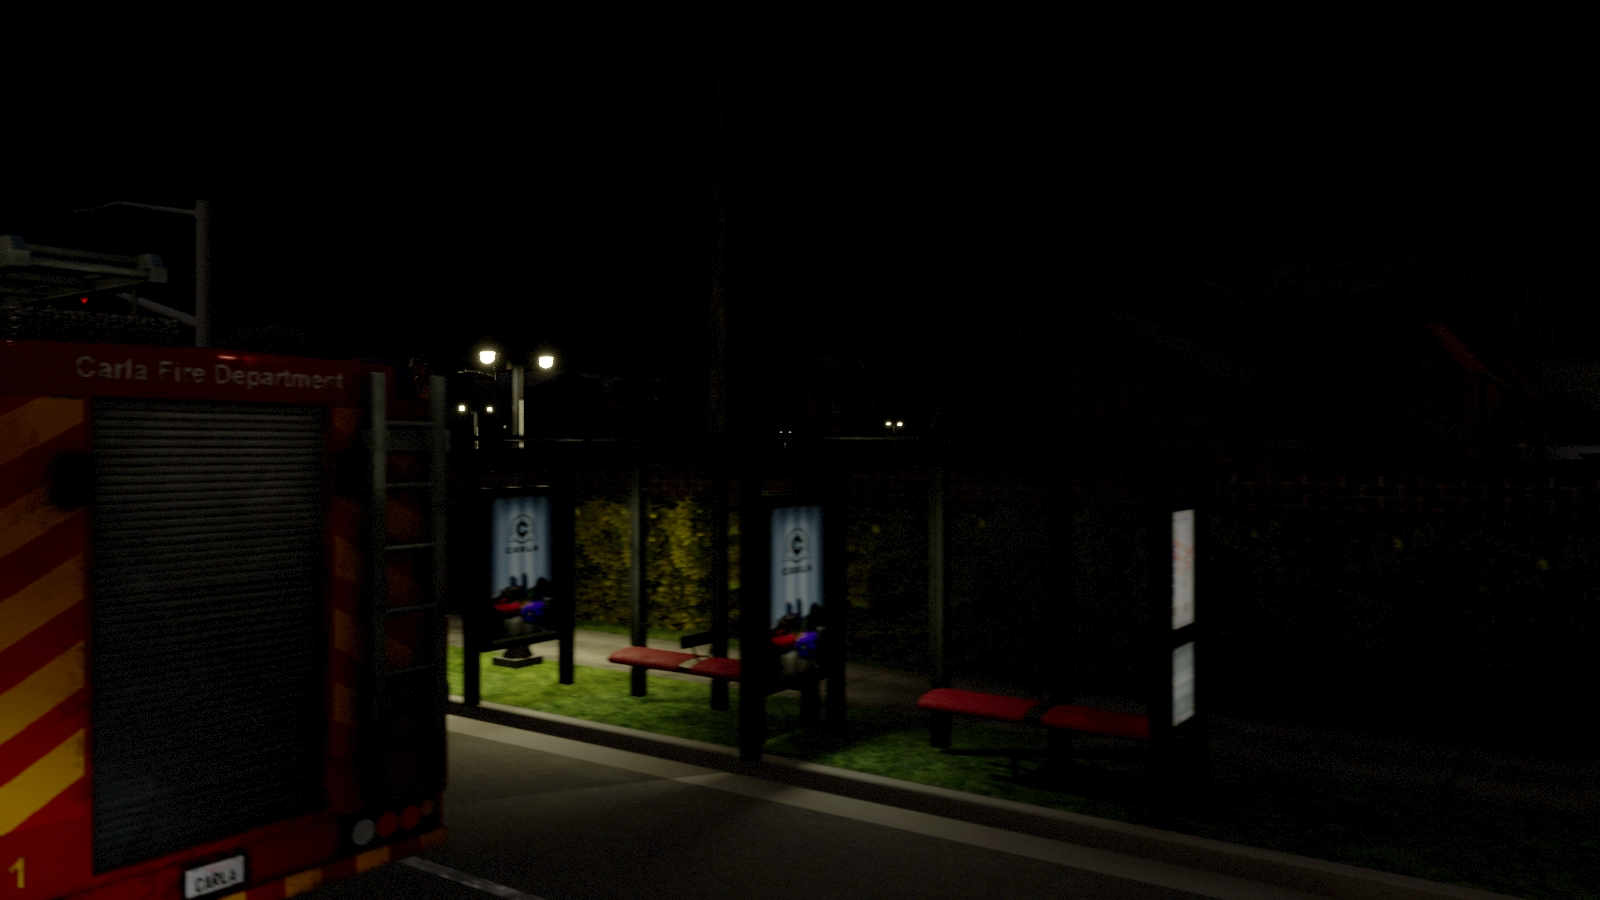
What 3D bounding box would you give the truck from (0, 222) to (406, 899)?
[{"bbox_3d":[-6.663,0.890,8.118,8.468,3.827,2.891,0,0,35],"label":"truck"}]
